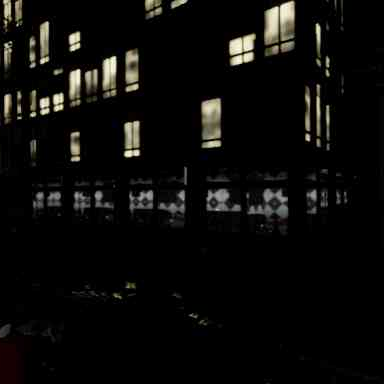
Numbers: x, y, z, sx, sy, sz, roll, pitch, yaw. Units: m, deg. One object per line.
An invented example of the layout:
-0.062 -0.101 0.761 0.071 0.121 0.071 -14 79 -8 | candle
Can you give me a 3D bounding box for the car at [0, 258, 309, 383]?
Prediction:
-0.937 1.609 3.540 4.206 1.307 1.802 -1 0 35 | car
